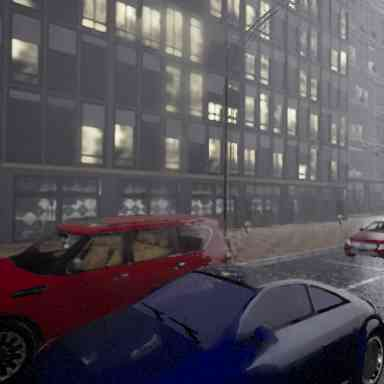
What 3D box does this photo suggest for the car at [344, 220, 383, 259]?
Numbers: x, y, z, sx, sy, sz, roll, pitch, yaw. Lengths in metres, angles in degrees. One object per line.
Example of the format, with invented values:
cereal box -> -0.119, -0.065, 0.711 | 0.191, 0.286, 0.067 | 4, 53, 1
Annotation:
car -> 7.299, 1.708, 12.264 | 4.206, 1.307, 1.802 | 0, 0, -37

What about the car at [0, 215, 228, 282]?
car -> -1.499, 1.369, 5.510 | 5.009, 1.841, 2.192 | 0, 0, -37

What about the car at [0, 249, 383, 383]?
car -> 0.411, 1.603, 3.725 | 4.181, 1.385, 1.994 | 1, -1, -38
